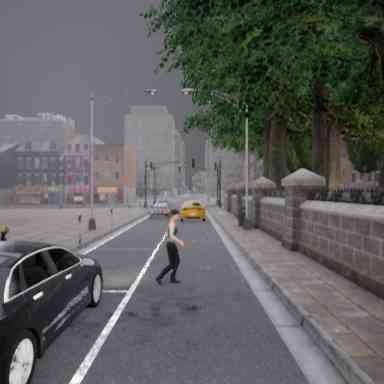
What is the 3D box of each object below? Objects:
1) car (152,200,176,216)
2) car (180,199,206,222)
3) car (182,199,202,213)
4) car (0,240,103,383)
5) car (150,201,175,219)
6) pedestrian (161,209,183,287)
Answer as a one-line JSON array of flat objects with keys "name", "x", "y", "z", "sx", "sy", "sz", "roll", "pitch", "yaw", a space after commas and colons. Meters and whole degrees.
[{"name": "car", "x": -2.630, "y": 1.513, "z": 32.375, "sx": 1.947, "sy": 1.339, "sz": 4.313, "roll": 0, "pitch": 0, "yaw": 0}, {"name": "car", "x": 0.072, "y": 1.435, "z": 26.309, "sx": 1.882, "sy": 1.535, "sz": 5.008, "roll": 0, "pitch": 0, "yaw": 0}, {"name": "car", "x": 0.012, "y": 1.487, "z": 36.799, "sx": 2.033, "sy": 1.411, "sz": 5.357, "roll": 0, "pitch": 0, "yaw": 0}, {"name": "car", "x": -2.749, "y": 1.497, "z": 5.012, "sx": 1.837, "sy": 1.490, "sz": 4.892, "roll": 0, "pitch": 0, "yaw": 0}, {"name": "car", "x": -2.631, "y": 1.535, "z": 28.712, "sx": 1.802, "sy": 1.307, "sz": 4.206, "roll": 0, "pitch": 0, "yaw": 0}, {"name": "pedestrian", "x": -0.476, "y": 1.281, "z": 7.956, "sx": 0.375, "sy": 1.860, "sz": 0.375, "roll": 0, "pitch": 0, "yaw": 0}]
